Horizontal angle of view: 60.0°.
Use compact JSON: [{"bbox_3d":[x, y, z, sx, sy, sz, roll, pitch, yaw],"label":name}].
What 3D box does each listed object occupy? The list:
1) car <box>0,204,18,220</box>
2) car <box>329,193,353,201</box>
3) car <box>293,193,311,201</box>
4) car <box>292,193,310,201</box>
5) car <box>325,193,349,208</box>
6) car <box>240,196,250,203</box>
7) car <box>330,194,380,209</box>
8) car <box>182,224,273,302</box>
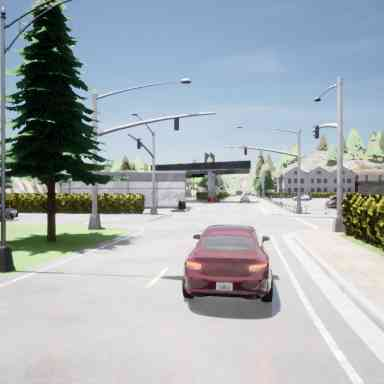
[{"bbox_3d":[-16.209,1.492,26.253,4.902,1.511,2.128,0,0,9],"label":"car"},{"bbox_3d":[33.280,1.097,74.538,4.605,1.855,1.932,0,0,9],"label":"car"},{"bbox_3d":[26.032,1.077,79.029,3.866,1.878,1.905,0,0,9],"label":"car"},{"bbox_3d":[24.902,1.361,75.843,3.806,1.475,1.970,0,0,9],"label":"car"},{"bbox_3d":[19.527,1.330,42.010,5.027,1.636,2.152,0,0,9],"label":"car"},{"bbox_3d":[10.847,1.526,68.051,1.812,1.442,4.674,0,0,10],"label":"car"},{"bbox_3d":[19.082,1.340,38.905,4.514,1.523,2.007,0,0,9],"label":"car"},{"bbox_3d":[0.939,1.526,8.223,1.812,1.442,4.674,0,0,9],"label":"car"}]
